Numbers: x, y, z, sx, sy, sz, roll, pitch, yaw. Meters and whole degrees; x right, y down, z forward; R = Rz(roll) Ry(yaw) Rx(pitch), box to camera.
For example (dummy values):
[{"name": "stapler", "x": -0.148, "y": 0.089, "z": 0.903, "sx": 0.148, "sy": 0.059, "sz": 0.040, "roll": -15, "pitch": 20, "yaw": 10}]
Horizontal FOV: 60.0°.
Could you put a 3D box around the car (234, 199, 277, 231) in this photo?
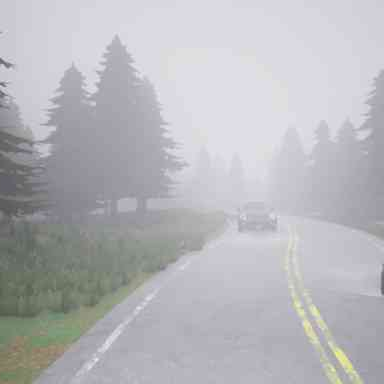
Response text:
[{"name": "car", "x": 3.800, "y": 1.323, "z": 20.179, "sx": 2.097, "sy": 1.767, "sz": 4.553, "roll": -1, "pitch": 0, "yaw": 5}]

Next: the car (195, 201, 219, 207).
[{"name": "car", "x": 1.792, "y": 1.905, "z": 44.792, "sx": 1.812, "sy": 1.442, "sz": 4.674, "roll": 4, "pitch": -5, "yaw": -35}]

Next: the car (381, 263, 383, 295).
[{"name": "car", "x": 4.479, "y": 1.324, "z": 4.583, "sx": 2.097, "sy": 1.767, "sz": 4.553, "roll": -1, "pitch": 0, "yaw": 8}]

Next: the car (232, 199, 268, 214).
[{"name": "car", "x": 6.101, "y": 1.499, "z": 35.680, "sx": 1.837, "sy": 1.490, "sz": 4.892, "roll": 2, "pitch": -2, "yaw": -16}]
